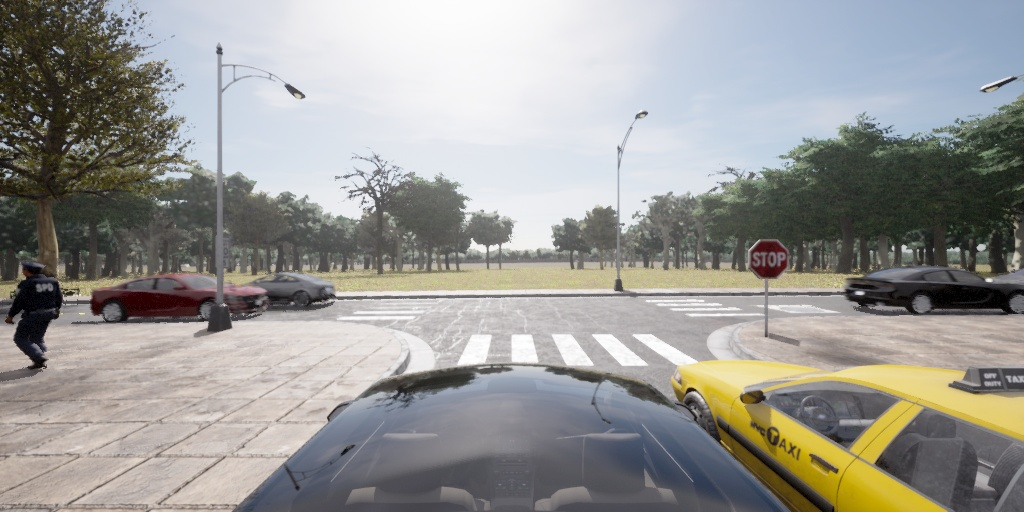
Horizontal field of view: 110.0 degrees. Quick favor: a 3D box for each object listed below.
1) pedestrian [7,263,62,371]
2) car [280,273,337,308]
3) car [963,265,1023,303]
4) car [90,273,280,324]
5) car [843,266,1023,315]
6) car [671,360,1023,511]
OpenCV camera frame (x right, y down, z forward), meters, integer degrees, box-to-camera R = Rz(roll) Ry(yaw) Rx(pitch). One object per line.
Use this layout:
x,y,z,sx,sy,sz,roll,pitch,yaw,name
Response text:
-7.949,0.963,5.997,0.375,1.860,0.375,0,0,0,pedestrian
-9.741,1.407,15.122,4.181,1.385,1.994,-1,0,0,car
22.849,1.125,15.024,5.357,1.411,2.033,0,0,0,car
-11.096,1.344,12.176,5.008,1.535,1.882,-1,0,0,car
14.213,1.090,12.102,5.008,1.535,1.882,0,0,0,car
2.636,1.275,2.168,1.751,1.417,4.829,0,0,0,car
